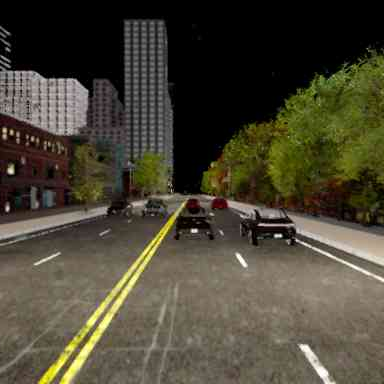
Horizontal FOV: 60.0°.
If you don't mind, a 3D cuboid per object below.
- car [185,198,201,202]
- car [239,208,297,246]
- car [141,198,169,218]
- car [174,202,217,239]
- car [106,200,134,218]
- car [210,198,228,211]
[{"bbox_3d":[0.115,1.543,41.970,1.812,1.442,4.674,0,0,0],"label":"car"},{"bbox_3d":[3.356,1.500,15.363,2.128,1.511,4.902,0,0,0],"label":"car"},{"bbox_3d":[-3.320,1.366,30.441,2.097,1.767,4.553,0,0,0],"label":"car"},{"bbox_3d":[0.107,1.514,17.484,1.837,1.490,4.892,0,0,0],"label":"car"},{"bbox_3d":[-6.571,1.521,30.827,1.837,1.490,4.892,0,0,0],"label":"car"},{"bbox_3d":[3.364,1.495,41.545,1.882,1.535,5.008,0,0,0],"label":"car"}]
